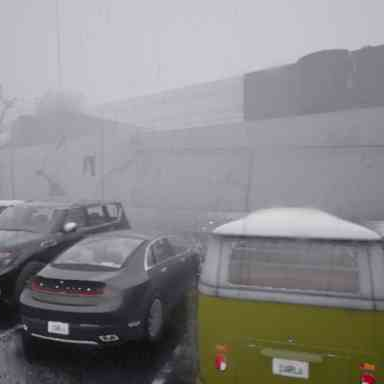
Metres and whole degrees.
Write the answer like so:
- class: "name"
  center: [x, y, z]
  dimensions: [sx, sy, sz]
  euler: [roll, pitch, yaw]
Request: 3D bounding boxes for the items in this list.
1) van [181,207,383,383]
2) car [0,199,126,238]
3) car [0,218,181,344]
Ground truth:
- class: "van"
  center: [1.418, 1.261, 4.925]
  dimensions: [1.878, 1.987, 4.442]
  euler: [0, -1, 15]
- class: "car"
  center: [-3.469, 1.221, 8.248]
  dimensions: [2.435, 2.045, 5.566]
  euler: [1, -1, 16]
- class: "car"
  center: [-1.044, 1.480, 6.537]
  dimensions: [2.231, 1.521, 4.892]
  euler: [0, -1, 15]
